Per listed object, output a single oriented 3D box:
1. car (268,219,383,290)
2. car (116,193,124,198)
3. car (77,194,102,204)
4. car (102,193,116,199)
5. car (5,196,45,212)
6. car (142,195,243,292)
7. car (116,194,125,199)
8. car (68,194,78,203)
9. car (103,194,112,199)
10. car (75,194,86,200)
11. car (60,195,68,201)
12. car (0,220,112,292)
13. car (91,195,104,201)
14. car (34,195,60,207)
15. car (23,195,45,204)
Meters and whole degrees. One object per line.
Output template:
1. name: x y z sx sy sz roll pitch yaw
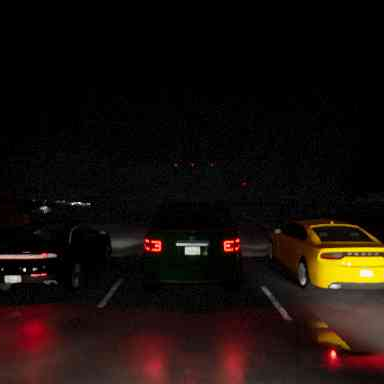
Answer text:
1. car: 3.477 1.484 9.148 1.882 1.535 5.008 0 0 0
2. car: -18.829 1.130 81.325 2.097 1.767 4.553 0 0 -1
3. car: -18.513 1.400 60.536 2.033 1.411 5.357 0 0 0
4. car: -18.663 1.360 72.520 1.994 1.385 4.181 0 0 -1
5. car: -18.130 1.495 35.580 2.033 1.411 5.357 0 0 -1
6. car: -0.011 1.228 9.095 2.150 2.045 5.566 0 0 0
7. car: -19.848 1.273 92.438 2.033 1.411 5.357 0 0 -7
8. car: -22.034 1.393 64.822 1.994 1.385 4.181 0 0 -1
9. car: -23.192 1.215 91.183 1.882 1.535 5.008 0 0 -7
10. car: -29.928 1.223 89.055 1.882 1.535 5.008 0 0 -7
11. car: -29.219 1.348 75.727 1.994 1.385 4.181 0 0 -1
12. car: -3.520 1.498 8.951 2.128 1.511 4.902 0 0 0
13. car: -22.273 1.336 78.845 1.994 1.385 4.181 0 0 -1
14. car: -21.859 1.246 49.361 2.097 1.767 4.553 0 0 -1
15. car: -28.980 1.375 61.084 1.812 1.442 4.674 0 0 -1
